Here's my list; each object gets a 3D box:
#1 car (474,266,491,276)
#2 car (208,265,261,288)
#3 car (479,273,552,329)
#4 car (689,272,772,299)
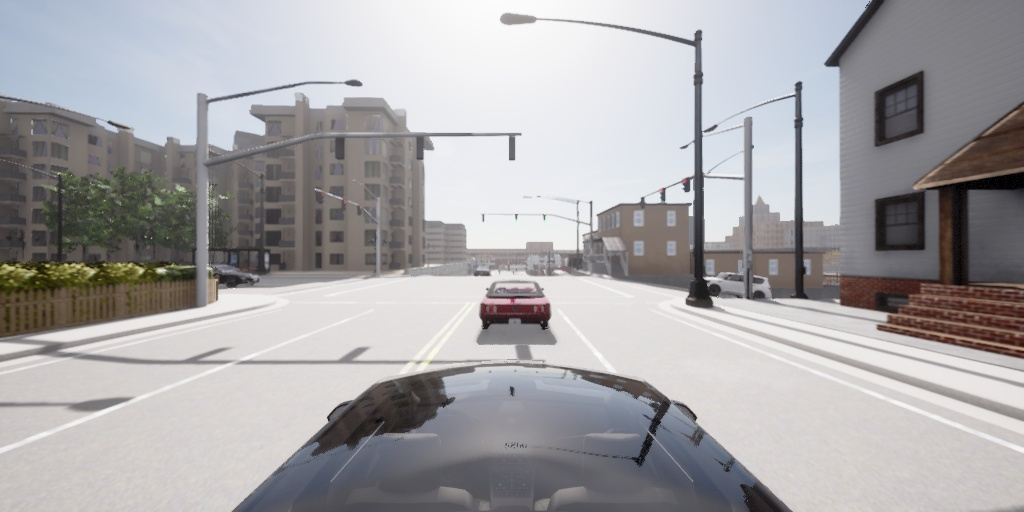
[{"bbox_3d":[-3.589,1.948,44.282,1.812,1.442,4.674,0,-5,0],"label":"car"},{"bbox_3d":[-19.810,1.333,24.315,4.902,1.511,2.128,0,0,1],"label":"car"},{"bbox_3d":[0.096,1.390,11.360,1.895,1.301,4.718,0,0,0],"label":"car"},{"bbox_3d":[16.764,2.269,27.527,5.566,2.045,2.150,9,0,1],"label":"car"}]
